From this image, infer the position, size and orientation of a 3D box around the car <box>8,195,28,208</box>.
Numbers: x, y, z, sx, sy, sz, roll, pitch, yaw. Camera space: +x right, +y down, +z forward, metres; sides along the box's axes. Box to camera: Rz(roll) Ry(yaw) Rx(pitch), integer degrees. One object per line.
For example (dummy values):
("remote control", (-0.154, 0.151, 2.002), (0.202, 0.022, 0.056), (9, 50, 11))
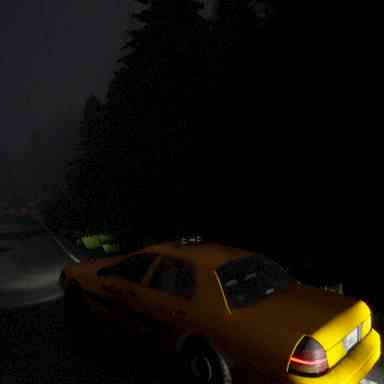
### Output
("car", (-20.978, 1.058, 40.161), (2.128, 1.511, 4.902), (-2, 2, -26))

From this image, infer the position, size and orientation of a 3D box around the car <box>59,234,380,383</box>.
("car", (-0.236, 1.417, 5.107), (5.366, 1.575, 1.801), (1, 1, 45))
